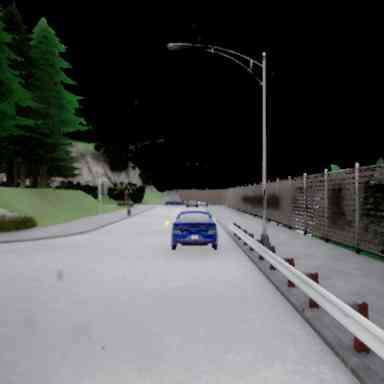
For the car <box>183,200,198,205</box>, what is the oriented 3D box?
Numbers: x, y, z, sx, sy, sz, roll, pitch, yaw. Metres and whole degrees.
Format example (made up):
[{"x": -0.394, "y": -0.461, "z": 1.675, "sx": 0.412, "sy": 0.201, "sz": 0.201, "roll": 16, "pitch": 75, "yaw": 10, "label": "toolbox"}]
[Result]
[{"x": -0.017, "y": 1.983, "z": 57.233, "sx": 1.994, "sy": 1.385, "sz": 4.181, "roll": 0, "pitch": 0, "yaw": -4, "label": "car"}]

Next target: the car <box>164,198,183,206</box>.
[{"x": -3.510, "y": 2.014, "z": 66.510, "sx": 4.674, "sy": 1.442, "sz": 1.812, "roll": 0, "pitch": -1, "yaw": 40, "label": "car"}]

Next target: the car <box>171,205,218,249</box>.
[{"x": 0.098, "y": 1.589, "z": 15.126, "sx": 1.882, "sy": 1.535, "sz": 5.008, "roll": 0, "pitch": 0, "yaw": 0, "label": "car"}]
